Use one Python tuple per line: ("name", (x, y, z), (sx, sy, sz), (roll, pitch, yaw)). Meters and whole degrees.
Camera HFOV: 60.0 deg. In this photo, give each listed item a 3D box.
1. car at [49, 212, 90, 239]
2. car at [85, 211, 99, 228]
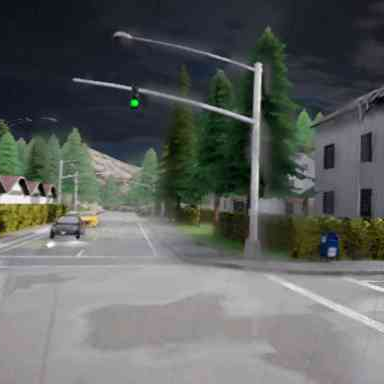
("car", (-8.435, 2.348, 22.966), (1.812, 1.442, 4.674), (3, -3, -11))
("car", (-10.397, 2.691, 33.247), (1.882, 1.535, 5.008), (3, -3, -10))
